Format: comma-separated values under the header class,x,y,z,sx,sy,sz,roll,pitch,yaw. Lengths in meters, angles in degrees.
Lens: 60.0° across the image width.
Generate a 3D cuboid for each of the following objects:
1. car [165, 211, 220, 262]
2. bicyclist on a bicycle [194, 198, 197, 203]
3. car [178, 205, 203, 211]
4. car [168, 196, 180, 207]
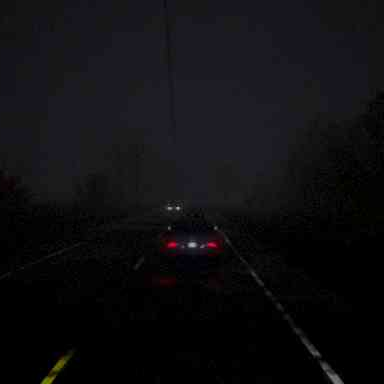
class,x,y,z,sx,sy,sz,roll,pitch,yaw
car,0.019,1.670,12.519,2.033,1.411,5.357,0,-1,0
bicyclist on a bicycle,1.039,2.424,90.996,0.582,1.620,1.656,0,-1,0
car,0.039,1.882,28.244,1.895,1.301,4.718,0,-1,0
car,-3.464,1.889,64.521,2.150,2.045,5.566,0,-1,1
